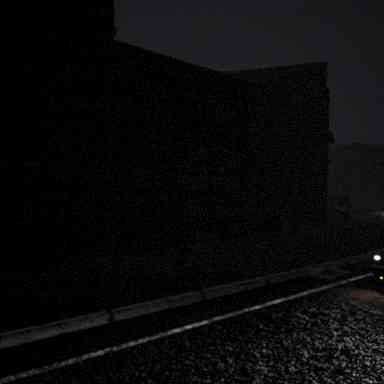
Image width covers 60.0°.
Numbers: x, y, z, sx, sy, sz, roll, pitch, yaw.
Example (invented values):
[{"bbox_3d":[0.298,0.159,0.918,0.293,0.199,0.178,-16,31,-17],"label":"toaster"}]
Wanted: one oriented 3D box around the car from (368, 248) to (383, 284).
[{"bbox_3d":[6.397,1.578,8.338,4.718,1.301,1.895,0,0,-37],"label":"car"}]
